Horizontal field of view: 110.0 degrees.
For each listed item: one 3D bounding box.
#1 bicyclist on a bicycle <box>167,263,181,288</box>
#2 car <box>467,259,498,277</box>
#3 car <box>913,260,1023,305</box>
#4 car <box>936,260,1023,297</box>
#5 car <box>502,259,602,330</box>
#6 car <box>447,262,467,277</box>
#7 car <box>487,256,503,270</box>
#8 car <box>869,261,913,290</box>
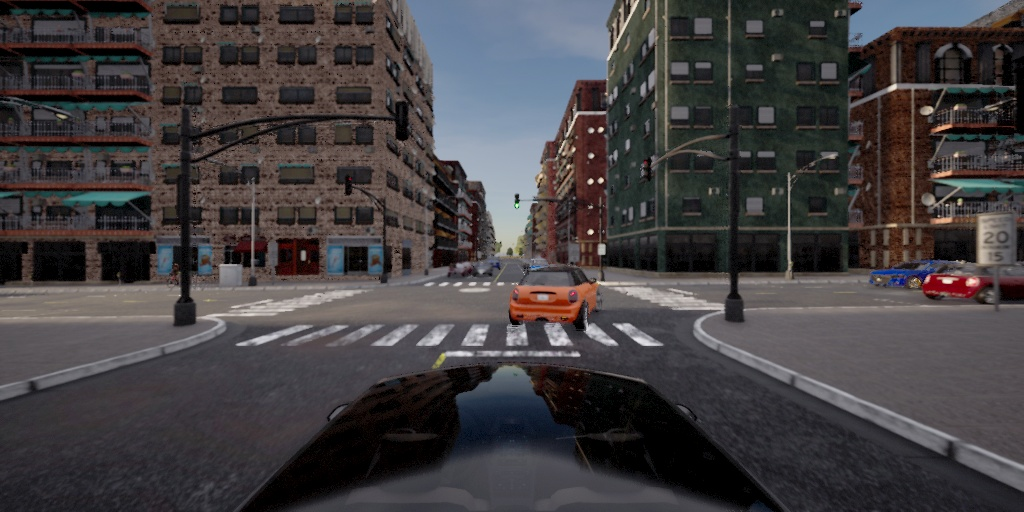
[{"bbox_3d":[-22.726,1.327,24.394,0.582,1.620,1.656,-1,0,0],"label":"bicyclist on a bicycle"},{"bbox_3d":[-2.840,1.289,35.660,2.128,1.511,4.902,0,0,0],"label":"car"},{"bbox_3d":[18.713,0.984,13.841,4.097,1.591,1.967,0,0,-1],"label":"car"},{"bbox_3d":[23.223,0.986,16.496,4.902,1.511,2.128,-1,0,-1],"label":"car"},{"bbox_3d":[1.549,1.095,11.435,2.097,1.767,4.553,0,0,20],"label":"car"},{"bbox_3d":[-5.277,1.379,35.442,1.802,1.307,4.207,0,0,0],"label":"car"},{"bbox_3d":[-2.816,1.040,52.700,2.150,2.045,5.566,0,0,0],"label":"car"},{"bbox_3d":[22.354,0.982,19.432,5.008,1.535,1.882,-1,0,-1],"label":"car"}]
